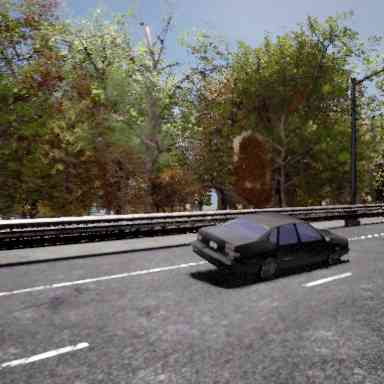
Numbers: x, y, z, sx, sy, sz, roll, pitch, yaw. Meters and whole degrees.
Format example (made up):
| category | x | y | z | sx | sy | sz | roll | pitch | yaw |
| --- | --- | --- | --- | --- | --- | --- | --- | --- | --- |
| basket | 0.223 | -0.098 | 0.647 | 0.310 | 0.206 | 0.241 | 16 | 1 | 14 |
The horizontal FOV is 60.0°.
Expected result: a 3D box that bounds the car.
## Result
| category | x | y | z | sx | sy | sz | roll | pitch | yaw |
| --- | --- | --- | --- | --- | --- | --- | --- | --- | --- |
| car | 2.575 | 1.391 | 9.897 | 5.357 | 1.411 | 2.033 | 0 | 11 | -36 |
